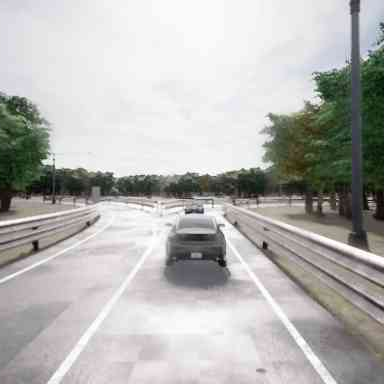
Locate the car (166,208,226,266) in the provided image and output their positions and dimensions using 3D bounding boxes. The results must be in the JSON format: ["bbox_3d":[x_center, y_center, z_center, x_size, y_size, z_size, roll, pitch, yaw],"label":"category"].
[{"bbox_3d":[0.126,1.526,11.699,1.837,1.490,4.892,0,0,0],"label":"car"}]

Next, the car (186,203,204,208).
[{"bbox_3d":[0.346,1.761,34.126,1.895,1.301,4.718,-1,0,3],"label":"car"}]
